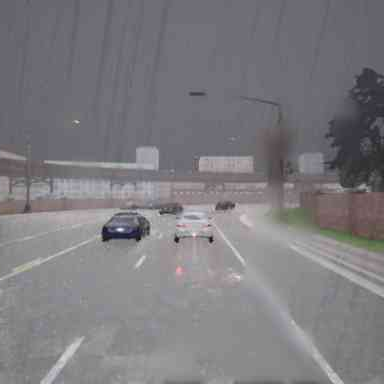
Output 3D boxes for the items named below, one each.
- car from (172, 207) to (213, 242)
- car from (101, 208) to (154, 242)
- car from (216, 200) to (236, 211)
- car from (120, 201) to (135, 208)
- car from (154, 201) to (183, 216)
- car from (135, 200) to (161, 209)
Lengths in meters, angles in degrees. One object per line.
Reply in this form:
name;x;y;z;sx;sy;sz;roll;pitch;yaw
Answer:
car;0.096;1.735;17.554;1.812;1.442;4.674;0;-1;0
car;-3.404;1.776;17.771;1.994;1.385;4.181;0;-1;0
car;4.905;1.978;47.753;1.837;1.490;4.892;-2;-1;25
car;-9.166;2.156;50.673;1.812;1.442;4.674;-1;-1;23
car;-2.239;1.979;38.503;2.033;1.411;5.357;-1;-1;14
car;-5.933;1.939;49.335;2.097;1.767;4.553;-1;-1;23
